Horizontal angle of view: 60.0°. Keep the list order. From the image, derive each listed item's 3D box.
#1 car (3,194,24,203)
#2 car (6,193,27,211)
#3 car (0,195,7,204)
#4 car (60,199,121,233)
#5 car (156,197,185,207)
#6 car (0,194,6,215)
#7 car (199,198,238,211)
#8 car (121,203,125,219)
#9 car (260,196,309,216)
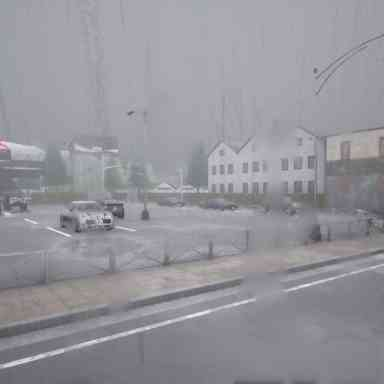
[{"bbox_3d":[-39.270,1.328,73.021,3.866,1.878,1.905,0,0,-36],"label":"car"},{"bbox_3d":[-20.135,1.092,37.938,1.905,1.878,3.866,0,0,-36],"label":"car"},{"bbox_3d":[-39.497,1.495,65.893,4.611,1.667,2.242,0,0,-36],"label":"car"},{"bbox_3d":[-5.620,1.248,17.672,1.970,1.475,3.806,0,0,-36],"label":"car"},{"bbox_3d":[-3.078,1.371,46.860,2.033,1.411,5.357,0,0,-35],"label":"car"},{"bbox_3d":[-18.223,1.113,29.628,1.932,1.855,4.605,0,0,-36],"label":"car"},{"bbox_3d":[2.925,1.371,38.366,2.033,1.411,5.357,0,0,-36],"label":"car"},{"bbox_3d":[-6.749,1.313,25.535,2.007,1.523,4.514,0,0,-36],"label":"car"},{"bbox_3d":[8.460,1.176,30.600,2.097,1.767,4.553,0,0,-35],"label":"car"}]
